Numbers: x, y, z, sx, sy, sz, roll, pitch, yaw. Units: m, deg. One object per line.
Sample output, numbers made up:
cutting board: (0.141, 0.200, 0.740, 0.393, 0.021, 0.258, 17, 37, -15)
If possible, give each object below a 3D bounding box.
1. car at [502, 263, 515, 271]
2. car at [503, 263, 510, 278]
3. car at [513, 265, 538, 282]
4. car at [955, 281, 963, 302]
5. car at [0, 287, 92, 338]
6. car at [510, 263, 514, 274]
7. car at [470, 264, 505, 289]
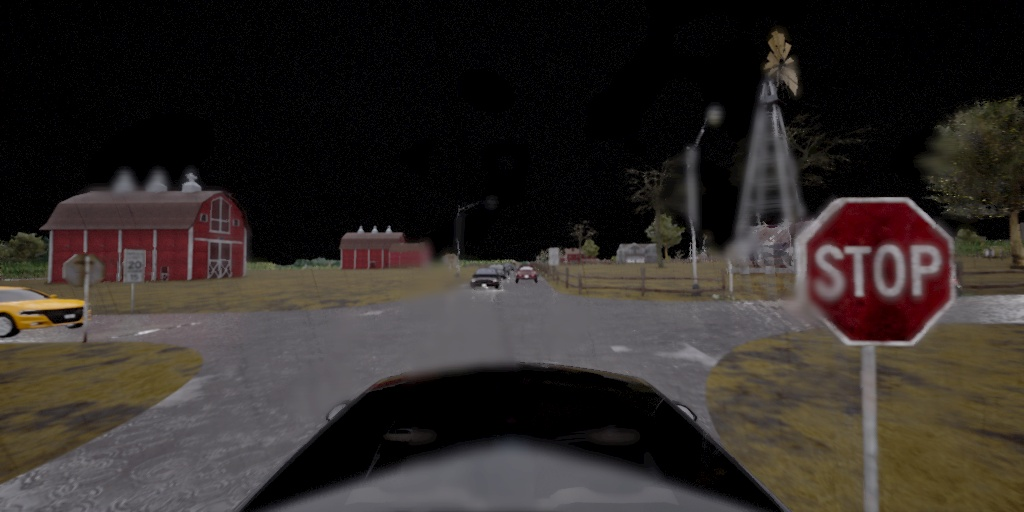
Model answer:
car: (-0.534, 1.891, 61.100, 1.895, 1.301, 4.718, 0, -1, 2)
car: (-1.508, 1.564, 36.058, 1.837, 1.490, 4.892, 0, -1, 2)
car: (1.294, 1.542, 32.005, 1.812, 1.442, 4.674, 0, -1, 2)
car: (13.983, 1.083, 13.555, 4.181, 1.385, 1.994, -2, -2, 1)
car: (-16.681, 1.729, 11.593, 5.008, 1.535, 1.882, -2, -2, 2)
car: (-1.109, 1.759, 46.934, 1.895, 1.301, 4.718, 0, -1, 2)
car: (-1.784, 1.510, 25.437, 2.033, 1.411, 5.357, 0, -1, 0)
